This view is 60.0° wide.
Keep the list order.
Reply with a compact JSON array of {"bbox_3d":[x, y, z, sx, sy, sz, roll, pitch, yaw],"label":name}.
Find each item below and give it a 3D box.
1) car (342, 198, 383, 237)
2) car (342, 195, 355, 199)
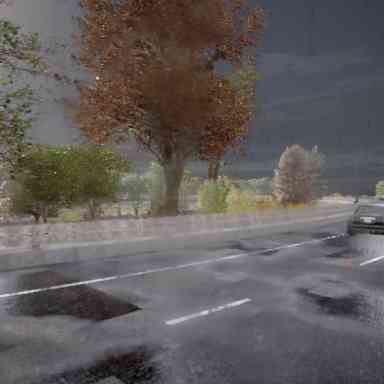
[{"bbox_3d":[9.920,1.403,17.394,4.553,1.767,2.097,0,0,-44],"label":"car"},{"bbox_3d":[40.333,1.604,85.928,1.812,1.442,4.674,0,0,1],"label":"car"}]
